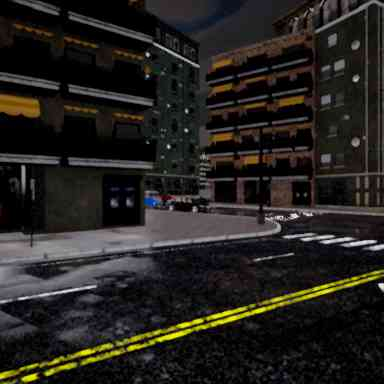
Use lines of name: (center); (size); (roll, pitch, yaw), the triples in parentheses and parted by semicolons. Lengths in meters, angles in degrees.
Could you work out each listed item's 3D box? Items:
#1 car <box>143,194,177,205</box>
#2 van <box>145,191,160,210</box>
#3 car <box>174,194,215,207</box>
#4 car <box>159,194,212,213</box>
car: (-4.151, 0.929, 42.758); (4.206, 1.307, 1.802); (1, 0, 37)
van: (-4.775, 0.794, 32.760); (3.998, 1.788, 1.690); (1, 0, 37)
car: (0.271, 1.006, 39.445); (4.403, 1.369, 2.008); (1, 0, 37)
car: (-0.359, 1.112, 29.446); (4.403, 1.369, 2.008); (1, 0, 37)
